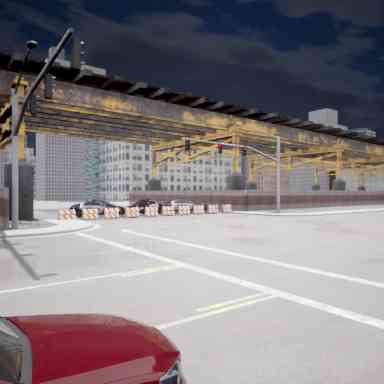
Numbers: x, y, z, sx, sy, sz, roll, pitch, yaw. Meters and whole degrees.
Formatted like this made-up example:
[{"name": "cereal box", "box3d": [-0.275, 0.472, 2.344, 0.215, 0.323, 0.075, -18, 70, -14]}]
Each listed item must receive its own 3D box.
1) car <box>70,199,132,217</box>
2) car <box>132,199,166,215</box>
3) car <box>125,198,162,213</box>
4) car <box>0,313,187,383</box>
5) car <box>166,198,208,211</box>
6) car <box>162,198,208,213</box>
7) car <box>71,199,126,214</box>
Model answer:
[{"name": "car", "box3d": [-8.440, 1.453, 30.356, 4.974, 1.542, 2.038, 0, 0, 8]}, {"name": "car", "box3d": [-4.703, 1.453, 33.052, 2.038, 1.542, 4.974, 0, 0, 18]}, {"name": "car", "box3d": [-4.687, 1.295, 33.102, 1.853, 1.218, 4.536, 0, 0, 18]}, {"name": "car", "box3d": [-2.195, 1.526, 2.201, 4.674, 1.442, 1.812, 0, 0, -35]}, {"name": "car", "box3d": [-0.855, 1.295, 36.817, 4.536, 1.218, 1.853, 0, 0, -7]}, {"name": "car", "box3d": [-0.804, 1.453, 36.824, 4.974, 1.542, 2.038, 0, 0, -7]}, {"name": "car", "box3d": [-8.491, 1.295, 30.363, 4.536, 1.218, 1.853, 0, 0, 8]}]
